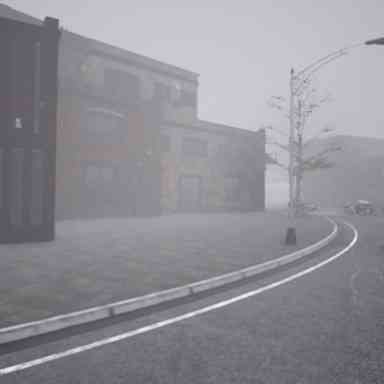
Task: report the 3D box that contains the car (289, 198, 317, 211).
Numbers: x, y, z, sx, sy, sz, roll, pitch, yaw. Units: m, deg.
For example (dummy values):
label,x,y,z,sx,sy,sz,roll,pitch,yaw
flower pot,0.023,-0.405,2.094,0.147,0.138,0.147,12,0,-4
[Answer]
label,x,y,z,sx,sy,sz,roll,pitch,yaw
car,14.022,1.576,42.243,2.128,1.511,4.902,1,0,-9

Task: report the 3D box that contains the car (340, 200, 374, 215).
label,x,y,z,sx,sy,sz,roll,pitch,yaw
car,18.166,1.647,36.750,1.837,1.490,4.892,1,0,0
